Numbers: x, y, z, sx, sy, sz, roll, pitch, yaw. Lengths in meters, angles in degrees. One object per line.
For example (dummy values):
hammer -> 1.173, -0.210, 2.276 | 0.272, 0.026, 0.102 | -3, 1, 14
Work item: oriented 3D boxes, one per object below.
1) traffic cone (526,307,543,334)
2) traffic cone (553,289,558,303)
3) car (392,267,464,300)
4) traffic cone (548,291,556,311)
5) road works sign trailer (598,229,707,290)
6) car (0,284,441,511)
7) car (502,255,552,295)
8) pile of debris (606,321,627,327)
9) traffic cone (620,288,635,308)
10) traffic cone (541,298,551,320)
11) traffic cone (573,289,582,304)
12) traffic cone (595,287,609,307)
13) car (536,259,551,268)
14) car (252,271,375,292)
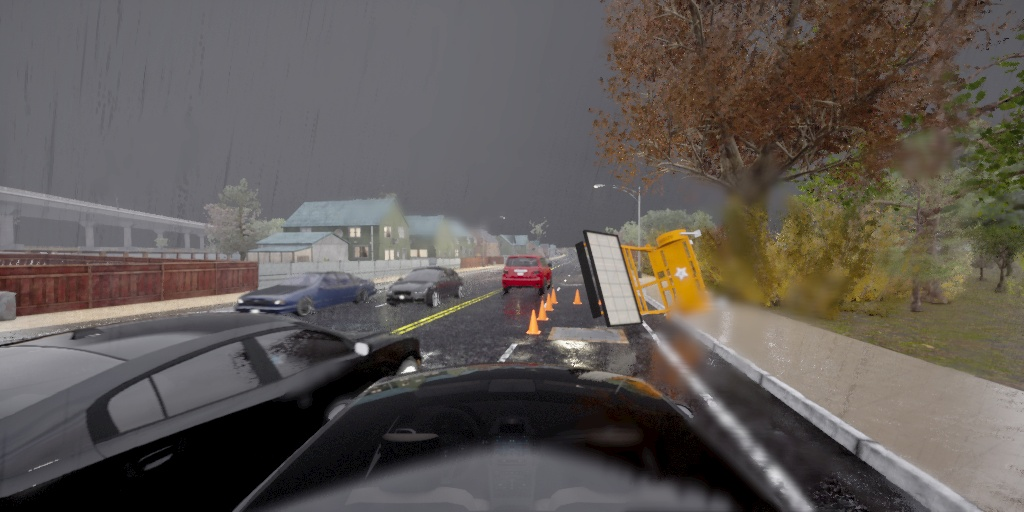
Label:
traffic cone -> 0.562, 1.700, 9.315 | 0.340, 0.580, 0.340 | 0, 0, 12
traffic cone -> 1.762, 1.696, 15.194 | 0.340, 0.580, 0.340 | 0, 0, 12
car -> -3.522, 1.247, 15.407 | 1.837, 1.490, 4.892 | 0, 0, 12
traffic cone -> 1.362, 1.697, 13.234 | 0.340, 0.580, 0.340 | 0, 0, 12
road works sign trailer -> 4.568, -0.997, 10.703 | 2.880, 3.560, 2.380 | 0, 0, -25
car -> -2.520, 1.228, 3.066 | 1.882, 1.535, 5.008 | 0, -1, 12
car -> 0.958, 0.959, 20.107 | 2.150, 2.045, 5.566 | 0, 0, 12
pile of debris -> 1.897, 1.910, 9.055 | 1.860, 0.140, 1.500 | 0, 0, 11
traffic cone -> 4.700, 1.695, 14.593 | 0.340, 0.580, 0.340 | 0, 0, 12
traffic cone -> 0.962, 1.699, 11.275 | 0.340, 0.580, 0.340 | 0, 0, 12
traffic cone -> 2.741, 1.695, 14.994 | 0.340, 0.580, 0.340 | 0, 0, 12
traffic cone -> 3.720, 1.695, 14.795 | 0.340, 0.580, 0.340 | 0, 0, 12
car -> 5.220, 1.174, 58.170 | 1.837, 1.490, 4.892 | 0, 0, 12
car -> -7.242, 1.293, 13.459 | 2.033, 1.411, 5.357 | 0, 0, 12
